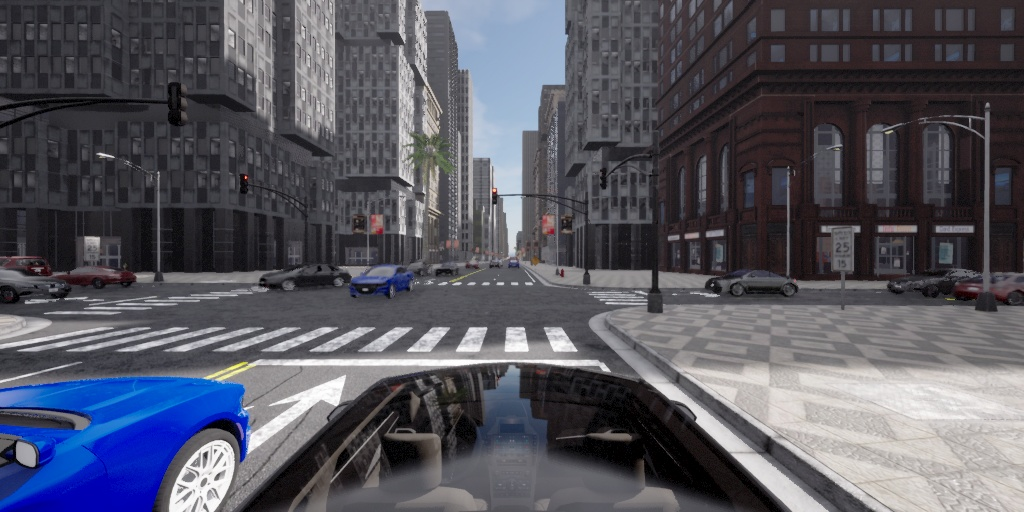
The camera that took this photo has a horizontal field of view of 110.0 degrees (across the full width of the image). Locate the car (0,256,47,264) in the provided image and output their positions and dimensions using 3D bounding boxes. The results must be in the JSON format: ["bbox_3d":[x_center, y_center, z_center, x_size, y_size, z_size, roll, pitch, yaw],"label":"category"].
[{"bbox_3d":[-30.612,0.944,21.320,5.009,1.841,2.192,0,0,-1],"label":"car"}]

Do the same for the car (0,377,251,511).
[{"bbox_3d":[-3.156,1.228,1.000,1.882,1.535,5.008,0,0,0],"label":"car"}]

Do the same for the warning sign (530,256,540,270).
[{"bbox_3d":[3.074,0.941,47.326,1.300,1.860,1.060,0,0,0],"label":"warning sign"}]

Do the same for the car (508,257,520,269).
[{"bbox_3d":[0.343,1.408,62.167,1.882,1.535,5.008,0,0,1],"label":"car"}]

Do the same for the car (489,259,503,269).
[{"bbox_3d":[-2.951,1.438,62.490,1.837,1.490,4.892,0,0,0],"label":"car"}]

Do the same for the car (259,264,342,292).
[{"bbox_3d":[-12.122,1.208,21.359,1.837,1.490,4.892,3,1,32],"label":"car"}]

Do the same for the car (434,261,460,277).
[{"bbox_3d":[-6.433,1.377,35.900,1.895,1.301,4.718,0,0,0],"label":"car"}]

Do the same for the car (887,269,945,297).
[{"bbox_3d":[22.933,1.390,19.103,4.674,1.442,1.812,0,0,0],"label":"car"}]

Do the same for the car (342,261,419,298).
[{"bbox_3d":[-6.512,1.208,18.435,1.882,1.535,5.008,0,0,0],"label":"car"}]

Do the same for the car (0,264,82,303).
[{"bbox_3d":[-22.282,1.215,15.637,4.674,1.442,1.812,0,0,1],"label":"car"}]

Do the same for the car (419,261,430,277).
[{"bbox_3d":[-9.679,1.285,36.485,1.837,1.490,4.892,0,-1,0],"label":"car"}]

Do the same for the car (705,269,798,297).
[{"bbox_3d":[12.704,1.381,19.164,4.181,1.385,1.994,0,0,0],"label":"car"}]

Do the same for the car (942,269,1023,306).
[{"bbox_3d":[22.532,1.443,15.932,4.181,1.385,1.994,0,0,1],"label":"car"}]

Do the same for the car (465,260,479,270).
[{"bbox_3d":[-6.310,1.366,57.025,1.882,1.535,5.008,0,0,1],"label":"car"}]

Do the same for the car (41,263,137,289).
[{"bbox_3d":[-24.973,1.231,21.379,4.207,1.307,1.802,0,0,-1],"label":"car"}]

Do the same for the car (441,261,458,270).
[{"bbox_3d":[-9.574,1.439,55.202,1.994,1.385,4.181,0,0,0],"label":"car"}]
